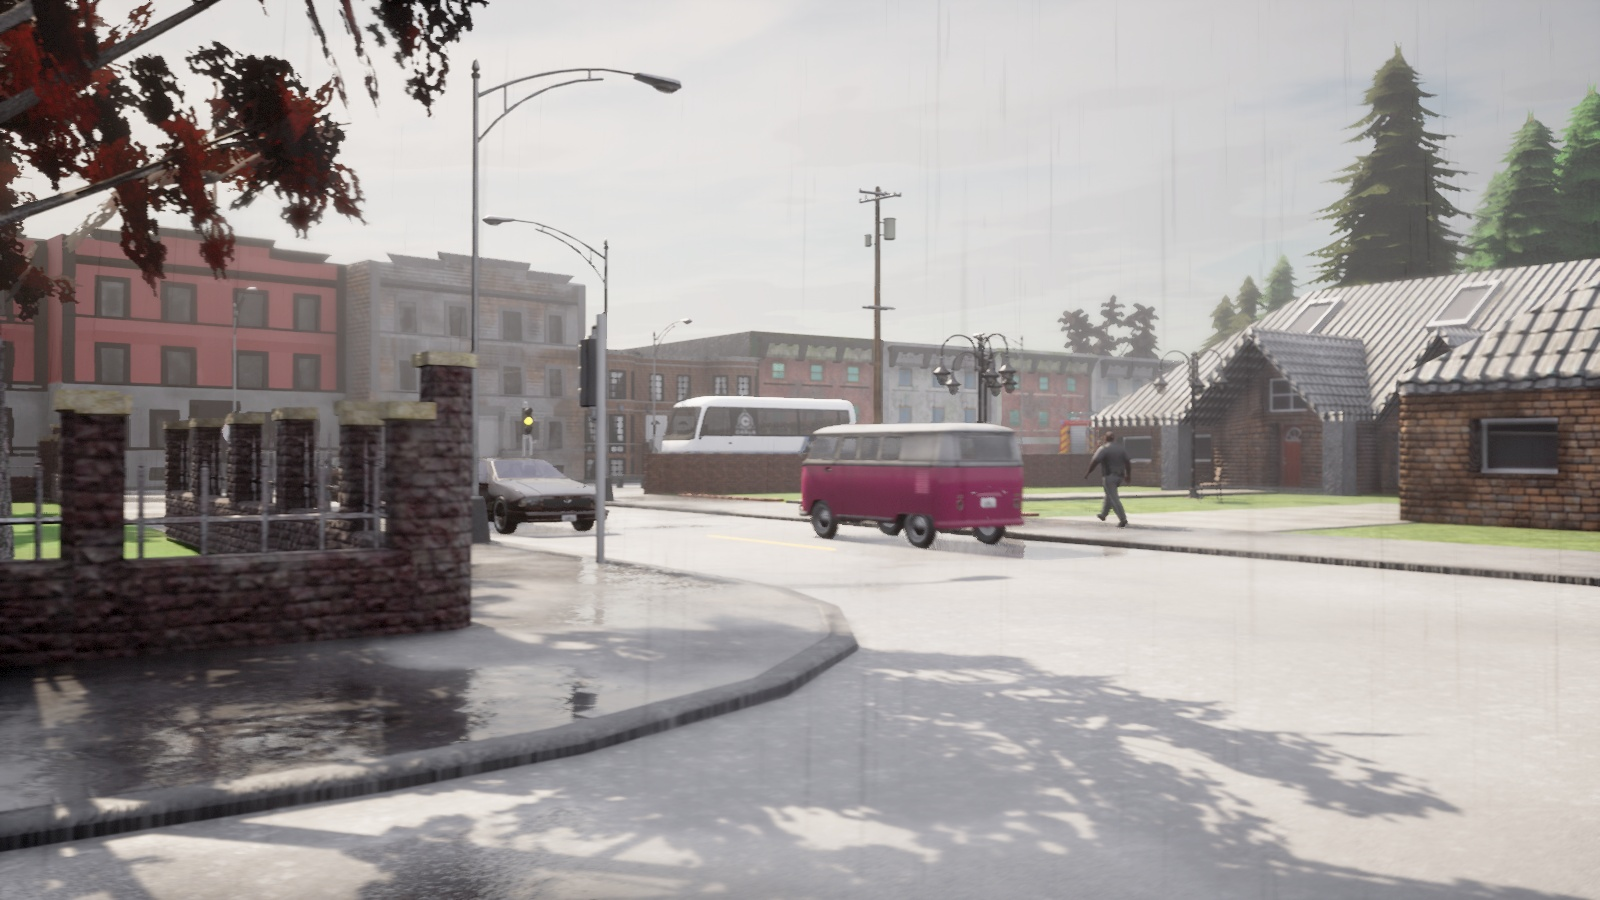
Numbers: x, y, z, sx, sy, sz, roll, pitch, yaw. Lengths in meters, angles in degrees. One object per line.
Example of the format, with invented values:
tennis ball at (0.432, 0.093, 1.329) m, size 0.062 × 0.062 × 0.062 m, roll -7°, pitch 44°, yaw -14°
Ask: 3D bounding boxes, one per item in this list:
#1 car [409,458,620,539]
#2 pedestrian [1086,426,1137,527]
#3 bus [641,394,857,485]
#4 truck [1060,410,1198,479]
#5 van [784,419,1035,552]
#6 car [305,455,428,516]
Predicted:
car at (-5.746, 0.863, 24.693) m, size 2.033 × 1.411 × 5.357 m, roll 0°, pitch 0°, yaw -37°
pedestrian at (5.898, 0.496, 23.799) m, size 0.563 × 1.883 × 0.849 m, roll 0°, pitch 0°, yaw -21°
bus at (-2.411, -0.481, 62.675) m, size 10.273 × 4.253 × 3.944 m, roll 0°, pitch 0°, yaw -35°
truck at (19.145, -0.296, 72.753) m, size 8.468 × 3.827 × 2.891 m, roll 0°, pitch 0°, yaw -35°
van at (1.712, 0.542, 21.121) m, size 1.775 × 1.987 × 4.442 m, roll 0°, pitch 0°, yaw -35°
car at (-11.333, 0.860, 32.692) m, size 1.816 × 1.474 × 4.193 m, roll 0°, pitch 0°, yaw -37°
